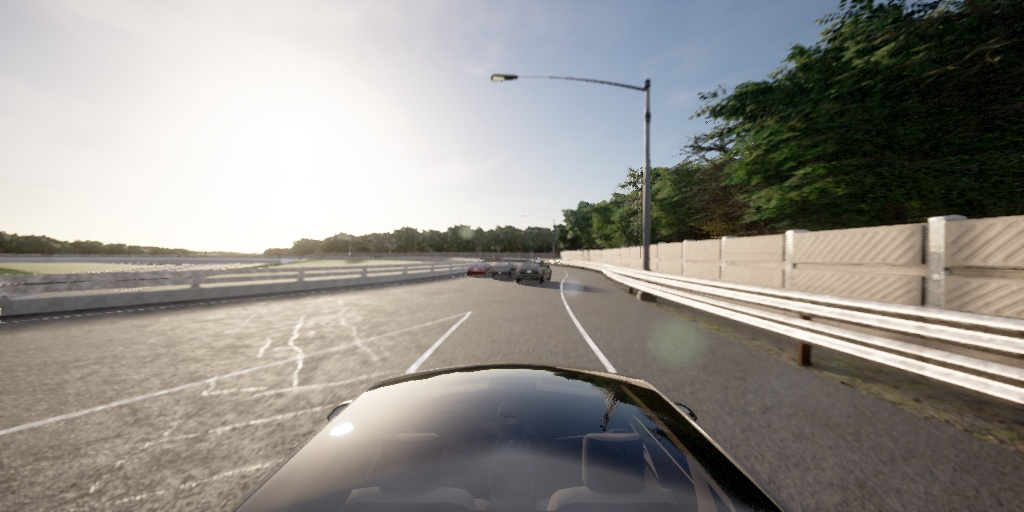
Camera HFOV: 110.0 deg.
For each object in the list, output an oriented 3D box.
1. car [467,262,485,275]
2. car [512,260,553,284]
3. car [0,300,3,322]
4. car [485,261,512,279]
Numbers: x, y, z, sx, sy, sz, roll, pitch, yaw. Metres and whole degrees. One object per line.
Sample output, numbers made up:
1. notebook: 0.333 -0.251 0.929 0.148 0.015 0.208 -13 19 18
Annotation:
1. car: -3.267 1.292 37.614 1.994 1.385 4.181 1 0 10
2. car: 1.782 1.122 27.910 2.097 1.767 4.553 0 0 15
3. car: -14.106 1.103 6.875 1.882 1.535 5.008 1 0 29
4. car: -0.564 1.242 33.204 2.128 1.511 4.902 1 0 11
